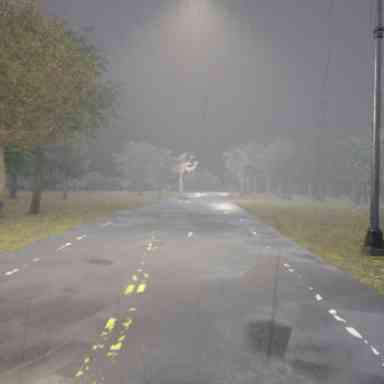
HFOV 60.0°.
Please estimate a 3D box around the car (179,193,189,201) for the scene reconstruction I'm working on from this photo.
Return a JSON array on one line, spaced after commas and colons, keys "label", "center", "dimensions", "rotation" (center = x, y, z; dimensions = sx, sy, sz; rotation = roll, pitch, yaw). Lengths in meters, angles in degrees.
[{"label": "car", "center": [-1.729, 0.987, 73.756], "dimensions": [2.097, 1.767, 4.553], "rotation": [1, 0, 4]}]
